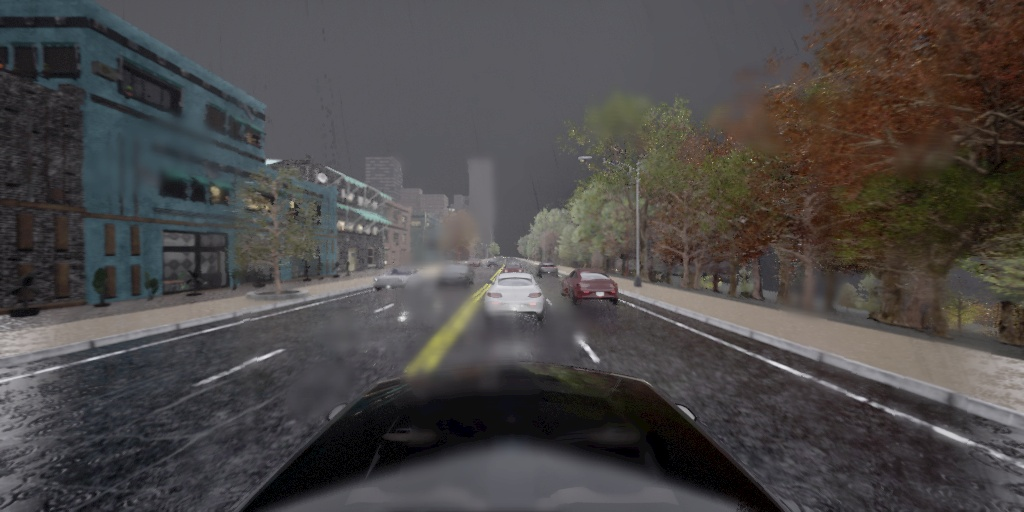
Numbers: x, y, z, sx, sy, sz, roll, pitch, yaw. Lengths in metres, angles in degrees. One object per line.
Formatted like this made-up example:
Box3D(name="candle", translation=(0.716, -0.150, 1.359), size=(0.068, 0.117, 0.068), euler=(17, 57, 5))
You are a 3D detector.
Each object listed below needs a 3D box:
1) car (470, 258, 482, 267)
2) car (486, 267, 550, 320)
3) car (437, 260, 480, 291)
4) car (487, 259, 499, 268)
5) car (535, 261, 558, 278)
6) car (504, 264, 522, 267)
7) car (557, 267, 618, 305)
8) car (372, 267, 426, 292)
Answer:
Box3D(name="car", translation=(-6.535, 1.088, 63.074), size=(2.097, 1.767, 4.553), euler=(0, 0, 0))
Box3D(name="car", translation=(0.099, 1.274, 12.478), size=(1.812, 1.442, 4.674), euler=(0, 0, 0))
Box3D(name="car", translation=(-3.352, 1.224, 22.246), size=(1.882, 1.535, 5.008), euler=(0, 0, 0))
Box3D(name="car", translation=(-3.278, 1.283, 63.387), size=(2.033, 1.411, 5.357), euler=(0, 0, 1))
Box3D(name="car", translation=(3.346, 1.235, 34.130), size=(2.128, 1.511, 4.902), euler=(0, 0, 0))
Box3D(name="car", translation=(0.097, 1.344, 33.220), size=(1.895, 1.301, 4.718), euler=(0, 0, 0))
Box3D(name="car", translation=(3.335, 1.273, 15.882), size=(1.812, 1.442, 4.674), euler=(0, 0, 0))
Box3D(name="car", translation=(-6.603, 1.347, 21.410), size=(1.895, 1.301, 4.718), euler=(0, 0, 0))
